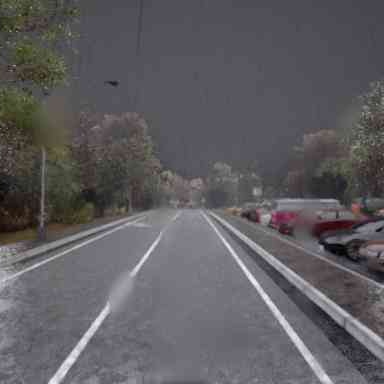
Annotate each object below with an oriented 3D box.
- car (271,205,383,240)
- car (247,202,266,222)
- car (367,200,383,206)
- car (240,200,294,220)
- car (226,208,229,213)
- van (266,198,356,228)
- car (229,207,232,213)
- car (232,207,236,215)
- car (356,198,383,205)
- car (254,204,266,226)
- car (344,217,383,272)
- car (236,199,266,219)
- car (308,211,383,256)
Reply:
[{"bbox_3d":[7.015,1.626,17.417,5.008,1.535,2.097,0,-1,0],"label":"car"},{"bbox_3d":[7.013,1.762,25.744,4.792,1.488,2.163,0,-1,0],"label":"car"},{"bbox_3d":[19.862,1.798,31.117,5.366,1.575,1.946,0,-1,0],"label":"car"},{"bbox_3d":[6.998,1.681,31.294,4.553,1.767,2.185,0,-1,0],"label":"car"},{"bbox_3d":[6.756,1.956,39.608,5.366,1.575,1.946,0,-1,0],"label":"car"},{"bbox_3d":[7.118,1.436,20.196,4.442,1.987,1.878,0,-1,0],"label":"van"},{"bbox_3d":[6.956,1.901,36.840,4.892,1.521,2.231,0,-1,0],"label":"car"},{"bbox_3d":[6.965,1.849,34.068,5.008,1.535,2.097,0,-1,0],"label":"car"},{"bbox_3d":[20.067,1.591,33.890,5.566,2.045,2.435,0,-1,0],"label":"car"},{"bbox_3d":[6.995,1.737,22.968,4.674,1.452,2.002,0,-1,0],"label":"car"},{"bbox_3d":[7.037,1.560,9.088,4.674,1.452,2.002,0,-1,0],"label":"car"},{"bbox_3d":[6.947,1.517,28.524,5.566,2.045,2.435,0,-1,0],"label":"car"},{"bbox_3d":[6.996,1.585,11.866,4.792,1.488,2.163,0,-1,0],"label":"car"}]
